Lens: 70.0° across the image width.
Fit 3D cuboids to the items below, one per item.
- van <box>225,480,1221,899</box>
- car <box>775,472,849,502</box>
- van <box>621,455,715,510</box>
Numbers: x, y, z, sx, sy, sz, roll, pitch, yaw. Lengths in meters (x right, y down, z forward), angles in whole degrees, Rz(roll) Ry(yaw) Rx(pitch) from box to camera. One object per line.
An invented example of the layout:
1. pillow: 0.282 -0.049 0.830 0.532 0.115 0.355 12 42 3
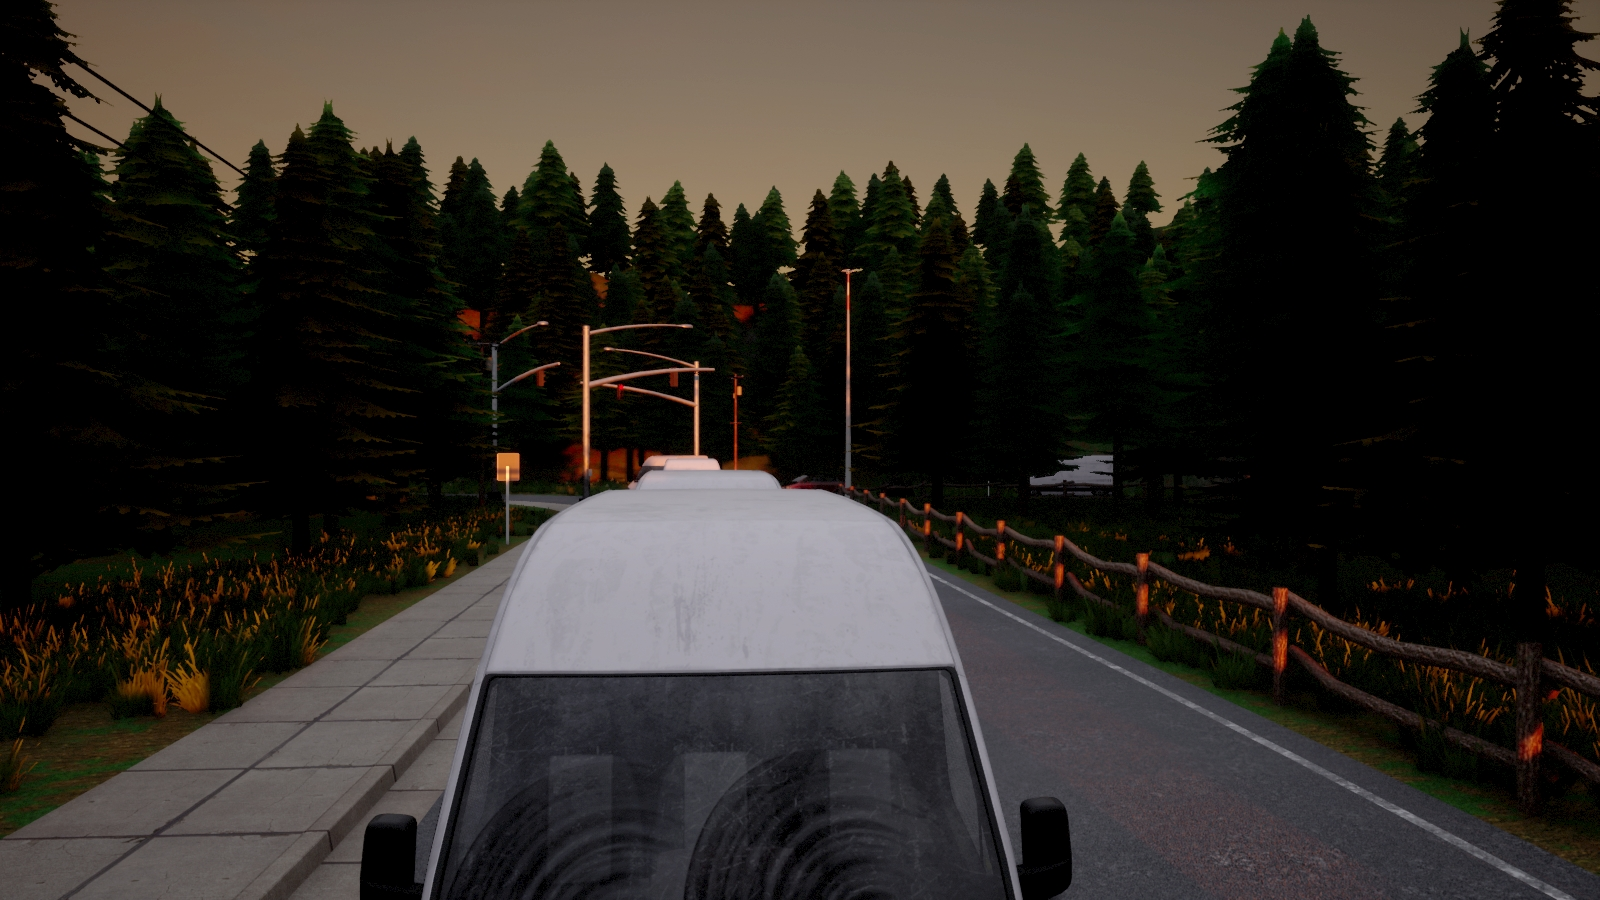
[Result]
1. van: -0.362 1.500 5.234 1.988 2.561 5.915 0 0 -5
2. car: 0.673 2.026 63.061 3.705 1.549 1.789 0 0 -20
3. van: -6.387 1.515 56.031 1.988 2.561 5.915 0 0 22
